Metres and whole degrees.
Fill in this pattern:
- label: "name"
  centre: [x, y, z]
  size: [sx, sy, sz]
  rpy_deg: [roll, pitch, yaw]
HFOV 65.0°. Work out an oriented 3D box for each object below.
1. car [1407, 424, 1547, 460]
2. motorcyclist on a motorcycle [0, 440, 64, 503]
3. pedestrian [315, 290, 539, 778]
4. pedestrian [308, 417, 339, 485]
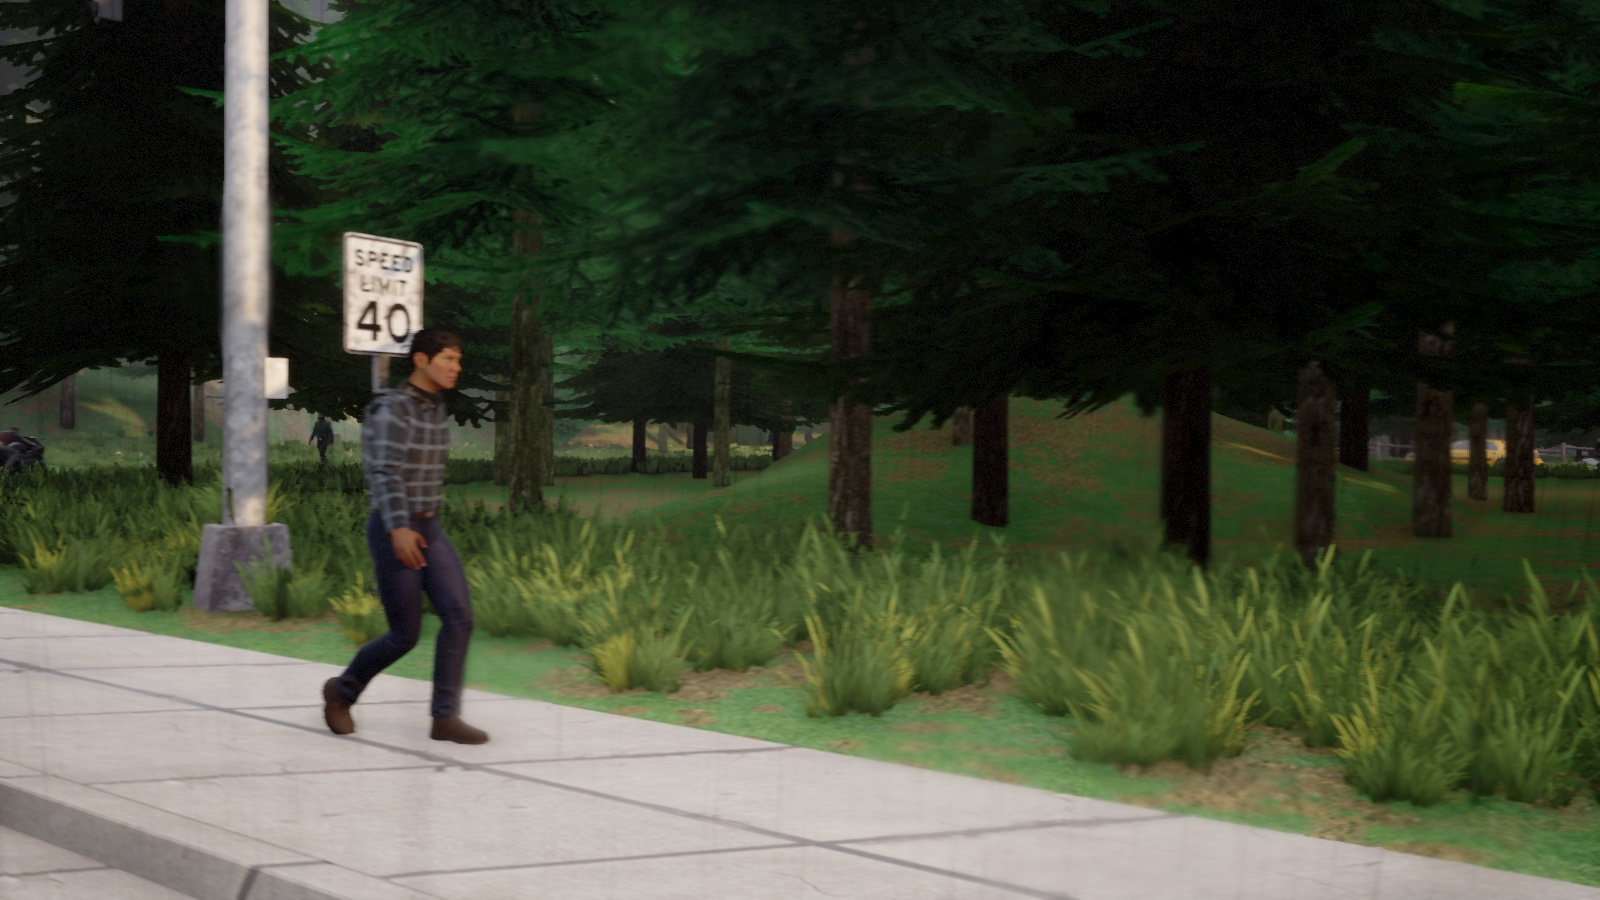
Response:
- label: "car"
  centre: [30.174, -0.365, 56.027]
  size: [5.366, 1.575, 1.801]
  rpy_deg: [0, 1, 34]
- label: "motorcyclist on a motorcycle"
  centre: [-19.723, 0.514, 31.550]
  size: [0.866, 1.530, 2.191]
  rpy_deg: [0, 1, 12]
- label: "pedestrian"
  centre: [-1.579, 0.335, 5.339]
  size: [0.788, 1.949, 0.423]
  rpy_deg: [0, 1, 19]
- label: "pedestrian"
  centre: [-13.811, 0.023, 36.372]
  size: [0.423, 1.949, 0.788]
  rpy_deg: [0, 1, 16]
